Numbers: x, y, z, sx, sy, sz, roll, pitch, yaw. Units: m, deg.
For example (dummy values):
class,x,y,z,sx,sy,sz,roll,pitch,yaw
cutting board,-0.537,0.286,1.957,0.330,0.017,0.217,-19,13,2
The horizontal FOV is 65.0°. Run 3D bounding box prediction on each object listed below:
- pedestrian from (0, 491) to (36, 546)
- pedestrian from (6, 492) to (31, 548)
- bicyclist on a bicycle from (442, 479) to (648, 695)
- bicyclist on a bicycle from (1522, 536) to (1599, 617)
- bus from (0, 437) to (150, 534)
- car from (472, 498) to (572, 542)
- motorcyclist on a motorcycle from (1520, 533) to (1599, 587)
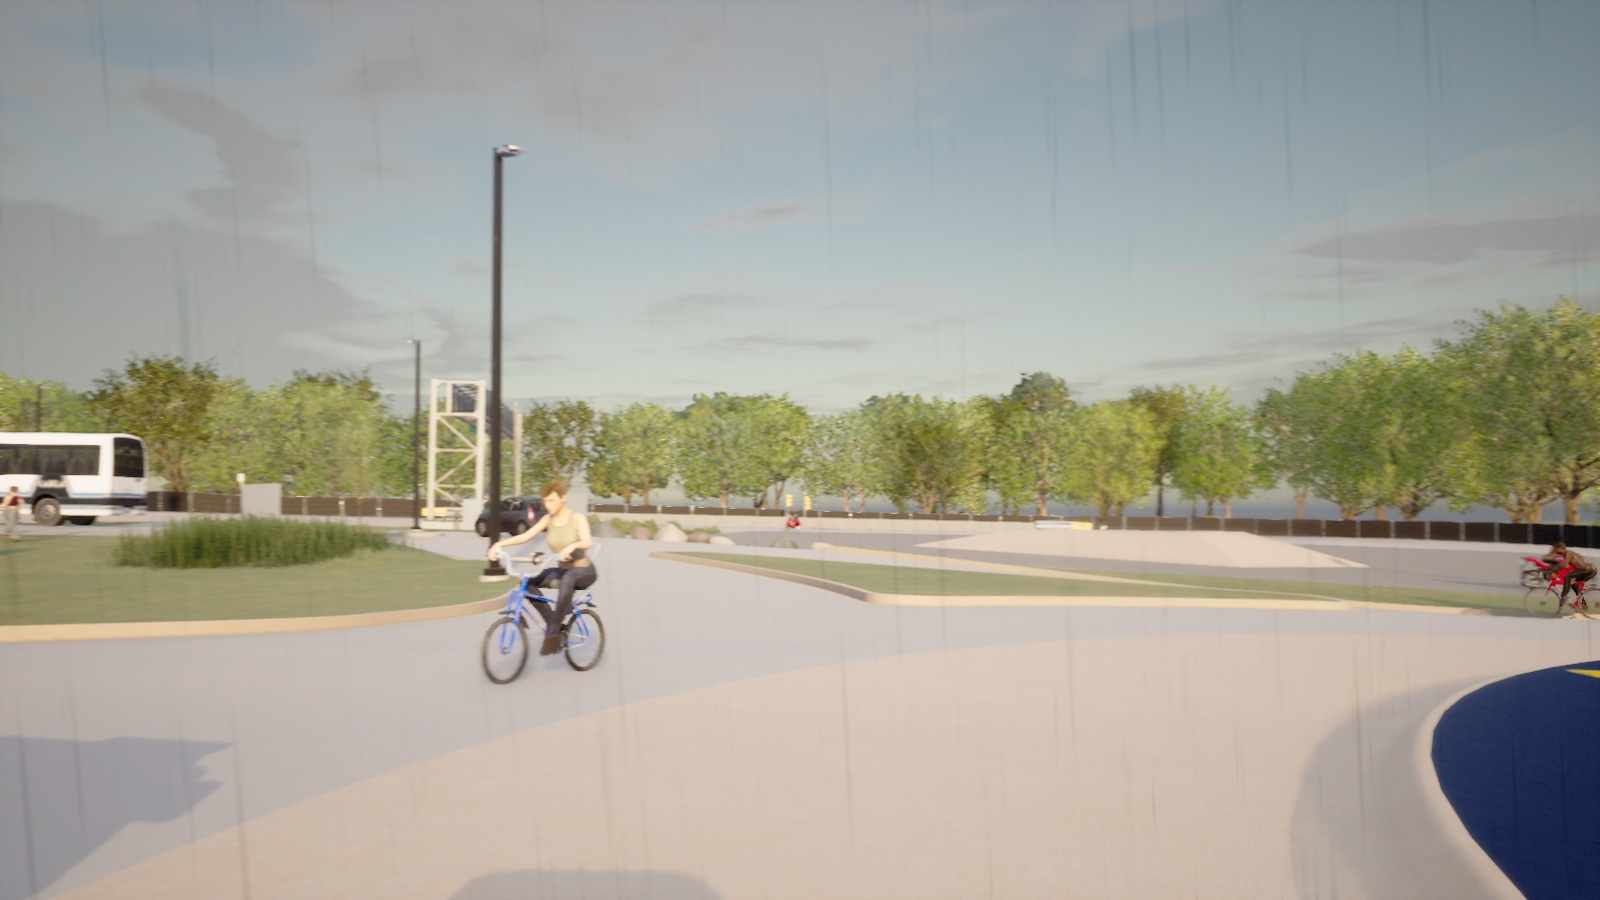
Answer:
class,x,y,z,sx,sy,sz,roll,pitch,yaw
pedestrian,-27.102,2.359,43.463,0.900,1.855,0.874,0,-3,-17
pedestrian,-25.572,2.295,41.094,0.594,1.836,0.345,-1,-3,15
bicyclist on a bicycle,-2.047,1.069,10.275,0.866,1.612,1.509,-2,-3,30
bicyclist on a bicycle,15.941,2.612,25.990,1.656,1.620,0.582,-2,-6,34
bus,-36.123,1.650,57.758,10.273,4.253,3.944,0,-3,1
car,-10.838,2.686,48.814,3.988,1.617,1.851,-2,-3,43
motorcyclist on a motorcycle,22.449,3.221,36.941,2.044,1.523,0.797,1,-3,14
